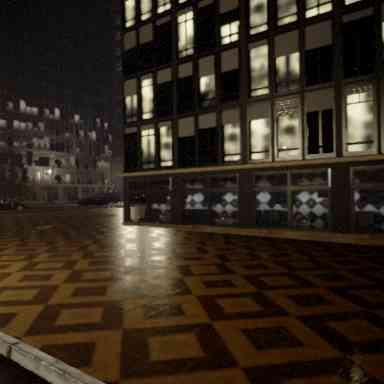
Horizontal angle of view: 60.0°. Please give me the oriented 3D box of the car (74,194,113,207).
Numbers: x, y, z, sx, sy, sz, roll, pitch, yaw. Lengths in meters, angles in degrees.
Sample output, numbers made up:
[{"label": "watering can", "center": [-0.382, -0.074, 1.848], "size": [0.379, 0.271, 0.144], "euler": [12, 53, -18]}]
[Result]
[{"label": "car", "center": [-12.743, 1.251, 42.795], "size": [1.802, 1.307, 4.206], "euler": [-1, 0, 35]}]

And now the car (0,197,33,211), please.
[{"label": "car", "center": [-19.079, 1.325, 33.658], "size": [2.008, 1.369, 4.403], "euler": [-1, 0, 35]}]

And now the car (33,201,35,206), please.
[{"label": "car", "center": [-22.893, 1.395, 42.862], "size": [1.752, 1.417, 4.829], "euler": [-1, 0, 35]}]

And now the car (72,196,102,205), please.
[{"label": "car", "center": [-16.460, 1.345, 52.139], "size": [1.802, 1.307, 4.206], "euler": [-1, 0, 35]}]

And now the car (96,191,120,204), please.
[{"label": "car", "center": [-13.740, 0.929, 51.497], "size": [2.150, 2.045, 5.566], "euler": [-1, 0, 35]}]
